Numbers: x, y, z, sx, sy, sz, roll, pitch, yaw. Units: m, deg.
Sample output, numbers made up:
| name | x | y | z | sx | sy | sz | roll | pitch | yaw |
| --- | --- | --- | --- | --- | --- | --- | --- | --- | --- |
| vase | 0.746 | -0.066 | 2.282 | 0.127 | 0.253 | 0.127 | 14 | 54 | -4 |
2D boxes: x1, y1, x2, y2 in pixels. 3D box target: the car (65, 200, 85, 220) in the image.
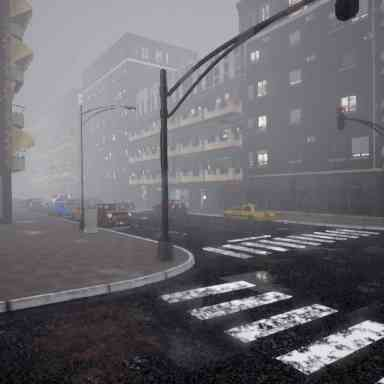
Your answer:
| name | x | y | z | sx | sy | sz | roll | pitch | yaw |
| --- | --- | --- | --- | --- | --- | --- | --- | --- | --- |
| car | -8.999 | 1.652 | 28.289 | 1.752 | 1.417 | 4.829 | -1 | 1 | -36 |

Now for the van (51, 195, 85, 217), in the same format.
| name | x | y | z | sx | sy | sz | roll | pitch | yaw |
| --- | --- | --- | --- | --- | --- | --- | --- | --- | --- |
| van | -12.325 | 1.483 | 32.923 | 1.690 | 1.788 | 3.998 | -1 | 1 | -36 |

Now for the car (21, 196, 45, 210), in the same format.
| name | x | y | z | sx | sy | sz | roll | pitch | yaw |
| --- | --- | --- | --- | --- | --- | --- | --- | --- | --- |
| car | -21.999 | 1.627 | 46.417 | 1.967 | 1.590 | 4.097 | -1 | 1 | -36 |

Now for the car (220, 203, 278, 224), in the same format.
| name | x | y | z | sx | sy | sz | roll | pitch | yaw |
| --- | --- | --- | --- | --- | --- | --- | --- | --- | --- |
| car | 4.063 | 1.498 | 24.453 | 1.752 | 1.417 | 4.829 | -1 | 1 | -36 |

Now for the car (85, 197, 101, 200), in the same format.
| name | x | y | z | sx | sy | sz | roll | pitch | yaw |
| --- | --- | --- | --- | --- | --- | --- | --- | --- | --- |
| car | -15.188 | 1.501 | 51.299 | 1.967 | 1.590 | 4.097 | -1 | 1 | -36 |

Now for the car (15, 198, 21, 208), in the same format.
| name | x | y | z | sx | sy | sz | roll | pitch | yaw |
| --- | --- | --- | --- | --- | --- | --- | --- | --- | --- |
| car | -25.221 | 1.769 | 50.916 | 1.947 | 1.339 | 4.313 | -1 | 1 | -36 |

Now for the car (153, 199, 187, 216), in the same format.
| name | x | y | z | sx | sy | sz | roll | pitch | yaw |
| --- | --- | --- | --- | --- | --- | --- | --- | --- | --- |
| car | -2.289 | 1.441 | 33.309 | 1.967 | 1.590 | 4.097 | -1 | 1 | -36 |

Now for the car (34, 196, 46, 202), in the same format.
| name | x | y | z | sx | sy | sz | roll | pitch | yaw |
| --- | --- | --- | --- | --- | --- | --- | --- | --- | --- |
| car | -37.760 | 1.727 | 82.784 | 1.887 | 1.381 | 4.507 | -1 | 1 | -36 |

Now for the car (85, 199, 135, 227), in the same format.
| name | x | y | z | sx | sy | sz | roll | pitch | yaw |
| --- | --- | --- | --- | --- | --- | --- | --- | --- | --- |
| car | -5.875 | 1.552 | 23.930 | 1.967 | 1.590 | 4.097 | -1 | 1 | -36 |

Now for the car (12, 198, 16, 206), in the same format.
| name | x | y | z | sx | sy | sz | roll | pitch | yaw |
| --- | --- | --- | --- | --- | --- | --- | --- | --- | --- |
| car | -31.671 | 1.782 | 59.911 | 1.887 | 1.381 | 4.507 | -1 | 1 | -36 |

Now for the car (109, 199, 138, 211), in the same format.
| name | x | y | z | sx | sy | sz | roll | pitch | yaw |
| --- | --- | --- | --- | --- | --- | --- | --- | --- | --- |
| car | -8.737 | 1.581 | 42.305 | 2.008 | 1.369 | 4.403 | -1 | 1 | -36 |

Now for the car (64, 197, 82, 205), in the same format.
| name | x | y | z | sx | sy | sz | roll | pitch | yaw |
| --- | --- | --- | --- | --- | --- | --- | --- | --- | --- |
| car | -21.636 | 1.645 | 60.296 | 2.008 | 1.369 | 4.403 | -1 | 1 | -36 |

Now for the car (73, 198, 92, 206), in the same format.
| name | x | y | z | sx | sy | sz | roll | pitch | yaw |
| --- | --- | --- | --- | --- | --- | --- | --- | --- | --- |
| car | -18.411 | 1.643 | 55.798 | 1.947 | 1.339 | 4.313 | -1 | 1 | -36 |
